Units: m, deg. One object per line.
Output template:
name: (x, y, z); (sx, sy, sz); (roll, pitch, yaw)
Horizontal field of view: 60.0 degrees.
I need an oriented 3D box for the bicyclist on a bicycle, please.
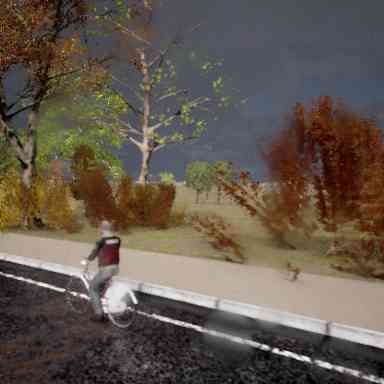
bicyclist on a bicycle: (-1.642, 1.373, 5.781); (1.843, 1.776, 0.659); (0, 0, 35)
